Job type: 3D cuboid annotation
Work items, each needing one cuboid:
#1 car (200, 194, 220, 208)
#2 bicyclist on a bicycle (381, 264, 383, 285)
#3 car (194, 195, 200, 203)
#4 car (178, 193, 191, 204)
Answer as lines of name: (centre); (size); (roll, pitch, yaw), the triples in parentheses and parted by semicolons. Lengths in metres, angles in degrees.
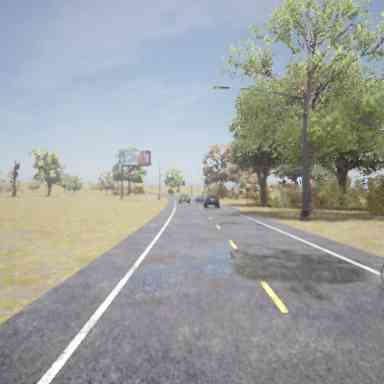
car: (2.846, 1.289, 49.986); (2.150, 2.045, 5.566); (0, 0, -2)
bicyclist on a bicycle: (4.481, 1.416, 6.971); (0.659, 1.776, 1.843); (0, 0, 0)
car: (1.683, 1.410, 71.376); (2.097, 1.767, 4.553); (0, 0, -4)
car: (-1.389, 1.257, 63.549); (2.150, 2.045, 5.566); (0, 0, -3)
